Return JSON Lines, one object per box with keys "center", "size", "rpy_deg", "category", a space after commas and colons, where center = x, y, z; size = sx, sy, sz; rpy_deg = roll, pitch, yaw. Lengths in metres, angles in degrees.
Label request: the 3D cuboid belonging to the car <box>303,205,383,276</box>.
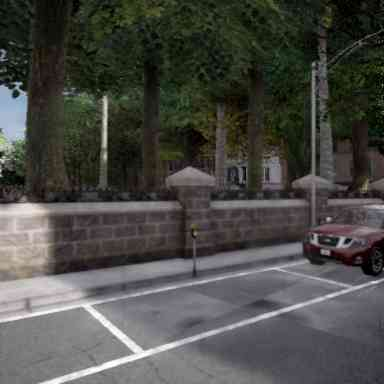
{"center": [5.724, 1.348, 10.614], "size": [5.009, 1.841, 2.192], "rpy_deg": [0, 0, -35], "category": "car"}
